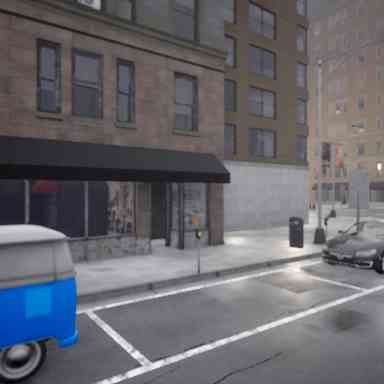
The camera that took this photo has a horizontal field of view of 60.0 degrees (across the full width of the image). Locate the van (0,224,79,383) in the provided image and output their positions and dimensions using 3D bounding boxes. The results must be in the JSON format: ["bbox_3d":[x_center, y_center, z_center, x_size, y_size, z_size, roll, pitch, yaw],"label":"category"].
[{"bbox_3d":[-3.375,1.341,3.779,3.998,1.788,1.690,0,0,-36],"label":"van"}]

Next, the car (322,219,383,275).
[{"bbox_3d":[5.830,1.550,10.374,4.403,1.369,2.008,0,0,-36],"label":"car"}]

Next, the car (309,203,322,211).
[{"bbox_3d":[12.192,1.491,37.767,1.895,1.301,4.718,0,0,-36],"label":"car"}]
